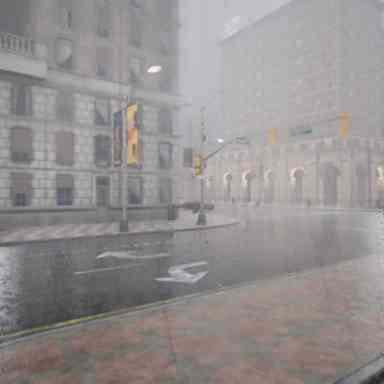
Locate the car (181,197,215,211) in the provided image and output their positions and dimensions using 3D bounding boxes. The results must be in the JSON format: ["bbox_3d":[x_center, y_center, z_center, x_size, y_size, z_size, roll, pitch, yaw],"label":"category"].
[{"bbox_3d":[0.779,1.681,41.566,1.895,1.301,4.718,0,0,-36],"label":"car"}]
